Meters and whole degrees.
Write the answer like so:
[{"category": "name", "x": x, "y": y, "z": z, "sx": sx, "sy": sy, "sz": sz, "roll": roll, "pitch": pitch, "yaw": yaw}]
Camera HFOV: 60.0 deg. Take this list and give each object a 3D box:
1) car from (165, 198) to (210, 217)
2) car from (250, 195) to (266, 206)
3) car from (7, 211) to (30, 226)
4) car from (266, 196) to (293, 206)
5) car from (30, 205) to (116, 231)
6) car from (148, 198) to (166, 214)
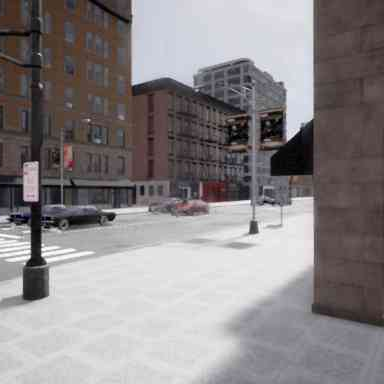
[{"category": "car", "x": -0.043, "y": 1.413, "z": 30.591, "sx": 1.812, "sy": 1.442, "sz": 4.674, "roll": 0, "pitch": 0, "yaw": 35}, {"category": "car", "x": 10.552, "y": 1.287, "z": 51.127, "sx": 2.128, "sy": 1.511, "sz": 4.902, "roll": 0, "pitch": 0, "yaw": 35}, {"category": "car", "x": -9.736, "y": 1.544, "z": 22.472, "sx": 1.895, "sy": 1.301, "sz": 4.718, "roll": 0, "pitch": 0, "yaw": 35}, {"category": "car", "x": 13.349, "y": 1.335, "z": 49.448, "sx": 2.033, "sy": 1.411, "sz": 5.357, "roll": 0, "pitch": 0, "yaw": 35}, {"category": "car", "x": -7.080, "y": 1.539, "z": 20.599, "sx": 1.895, "sy": 1.301, "sz": 4.718, "roll": 0, "pitch": 0, "yaw": 35}, {"category": "car", "x": -2.279, "y": 1.380, "z": 33.059, "sx": 2.128, "sy": 1.511, "sz": 4.902, "roll": 0, "pitch": 0, "yaw": 35}]
